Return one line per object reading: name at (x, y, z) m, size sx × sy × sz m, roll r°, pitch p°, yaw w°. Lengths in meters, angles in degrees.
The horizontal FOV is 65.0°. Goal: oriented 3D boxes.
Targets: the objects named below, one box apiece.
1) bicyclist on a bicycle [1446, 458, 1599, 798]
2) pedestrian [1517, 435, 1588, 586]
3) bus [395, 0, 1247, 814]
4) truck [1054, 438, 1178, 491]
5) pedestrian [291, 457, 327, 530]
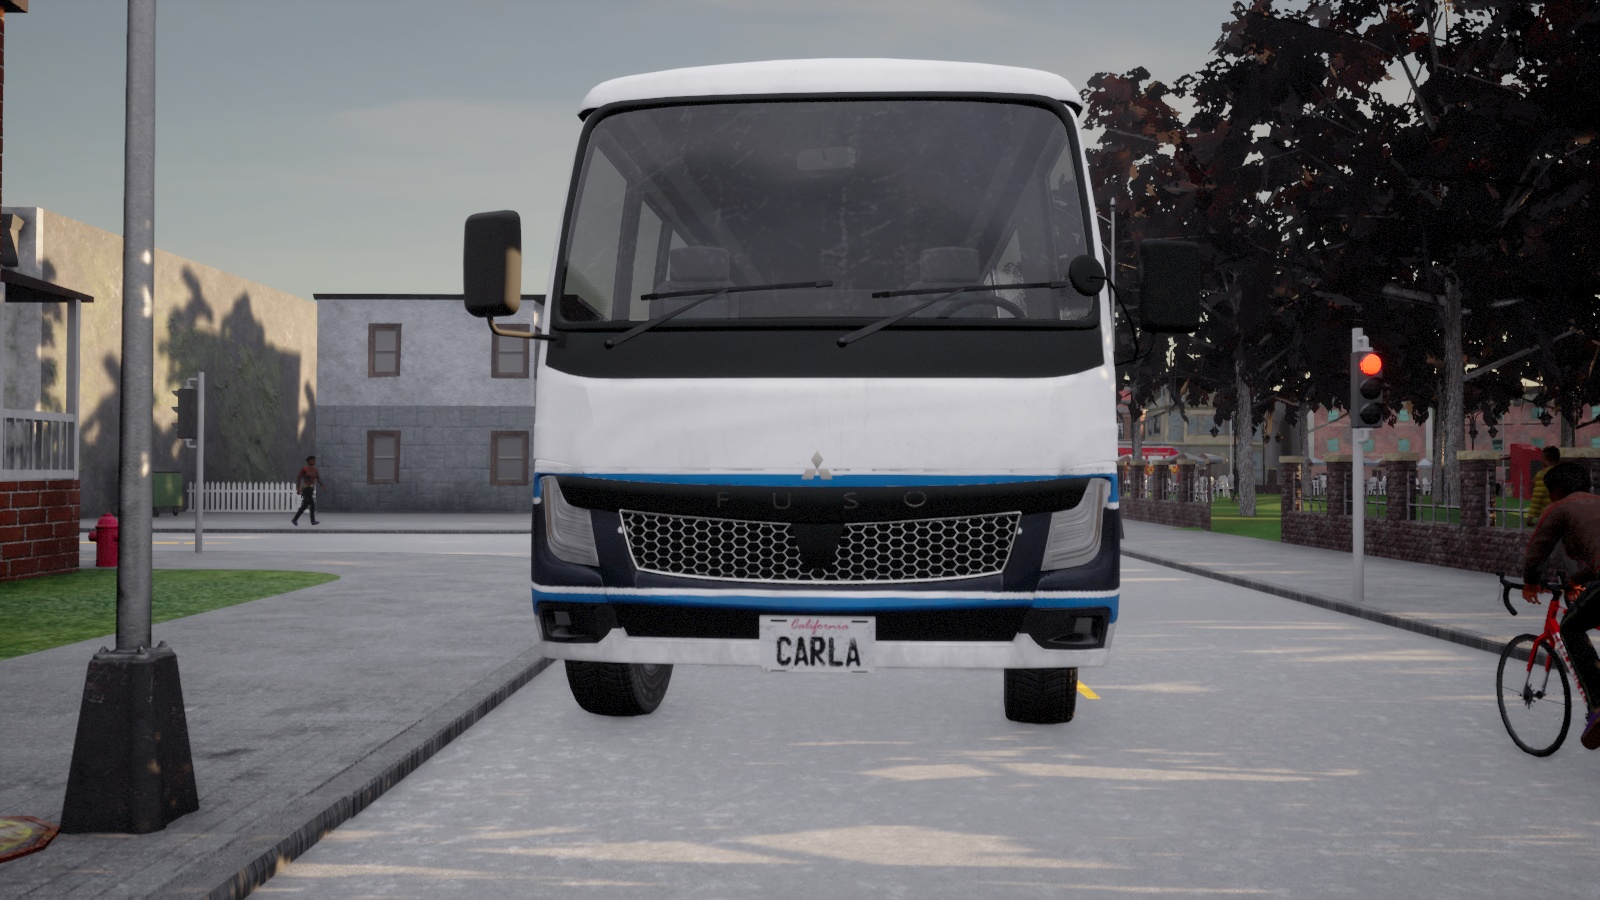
bicyclist on a bicycle at (4.086, 0.856, 6.502) m, size 0.582 × 1.620 × 1.656 m, roll 0°, pitch -1°, yaw -1°
pedestrian at (9.370, 0.741, 15.652) m, size 0.431 × 1.840 × 0.709 m, roll 0°, pitch -1°, yaw 0°
bus at (0.394, -0.386, 10.971) m, size 3.944 × 4.253 × 10.273 m, roll 0°, pitch -1°, yaw 4°
truck at (23.518, 1.083, 93.803) m, size 8.468 × 3.827 × 2.891 m, roll 0°, pitch -1°, yaw 1°
pedestrian at (-12.363, 1.088, 31.623) m, size 0.869 × 1.805 × 0.328 m, roll -1°, pitch -1°, yaw 23°
